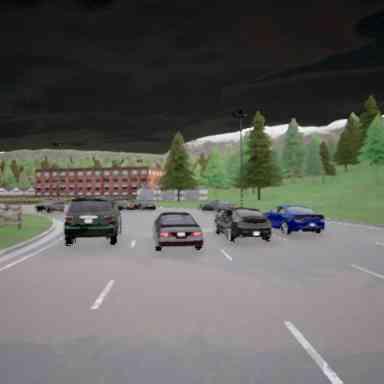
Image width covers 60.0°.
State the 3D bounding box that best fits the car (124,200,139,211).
[{"bbox_3d":[-9.188,1.618,40.623,2.033,1.411,5.357,0,0,-44],"label":"car"}]

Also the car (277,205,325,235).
[{"bbox_3d":[5.453,1.458,18.761,1.882,1.535,5.008,0,0,-11],"label":"car"}]

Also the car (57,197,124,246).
[{"bbox_3d":[-4.550,1.253,15.829,2.150,2.045,5.566,0,0,-10],"label":"car"}]

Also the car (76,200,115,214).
[{"bbox_3d":[-10.863,1.625,37.132,2.033,1.411,5.357,0,0,-41],"label":"car"}]

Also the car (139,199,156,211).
[{"bbox_3d":[-6.464,1.621,42.526,1.994,1.385,4.181,0,0,-42],"label":"car"}]

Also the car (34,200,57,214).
[{"bbox_3d":[-16.064,1.598,37.364,2.128,1.511,4.902,0,0,-45],"label":"car"}]

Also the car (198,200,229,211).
[{"bbox_3d":[2.701,1.552,36.345,2.033,1.411,5.357,0,0,-31],"label":"car"}]

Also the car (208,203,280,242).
[{"bbox_3d":[2.340,1.501,16.391,1.837,1.490,4.892,0,0,-9],"label":"car"}]

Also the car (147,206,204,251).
[{"bbox_3d":[-0.753,1.559,14.328,2.033,1.411,5.357,0,0,-8],"label":"car"}]
